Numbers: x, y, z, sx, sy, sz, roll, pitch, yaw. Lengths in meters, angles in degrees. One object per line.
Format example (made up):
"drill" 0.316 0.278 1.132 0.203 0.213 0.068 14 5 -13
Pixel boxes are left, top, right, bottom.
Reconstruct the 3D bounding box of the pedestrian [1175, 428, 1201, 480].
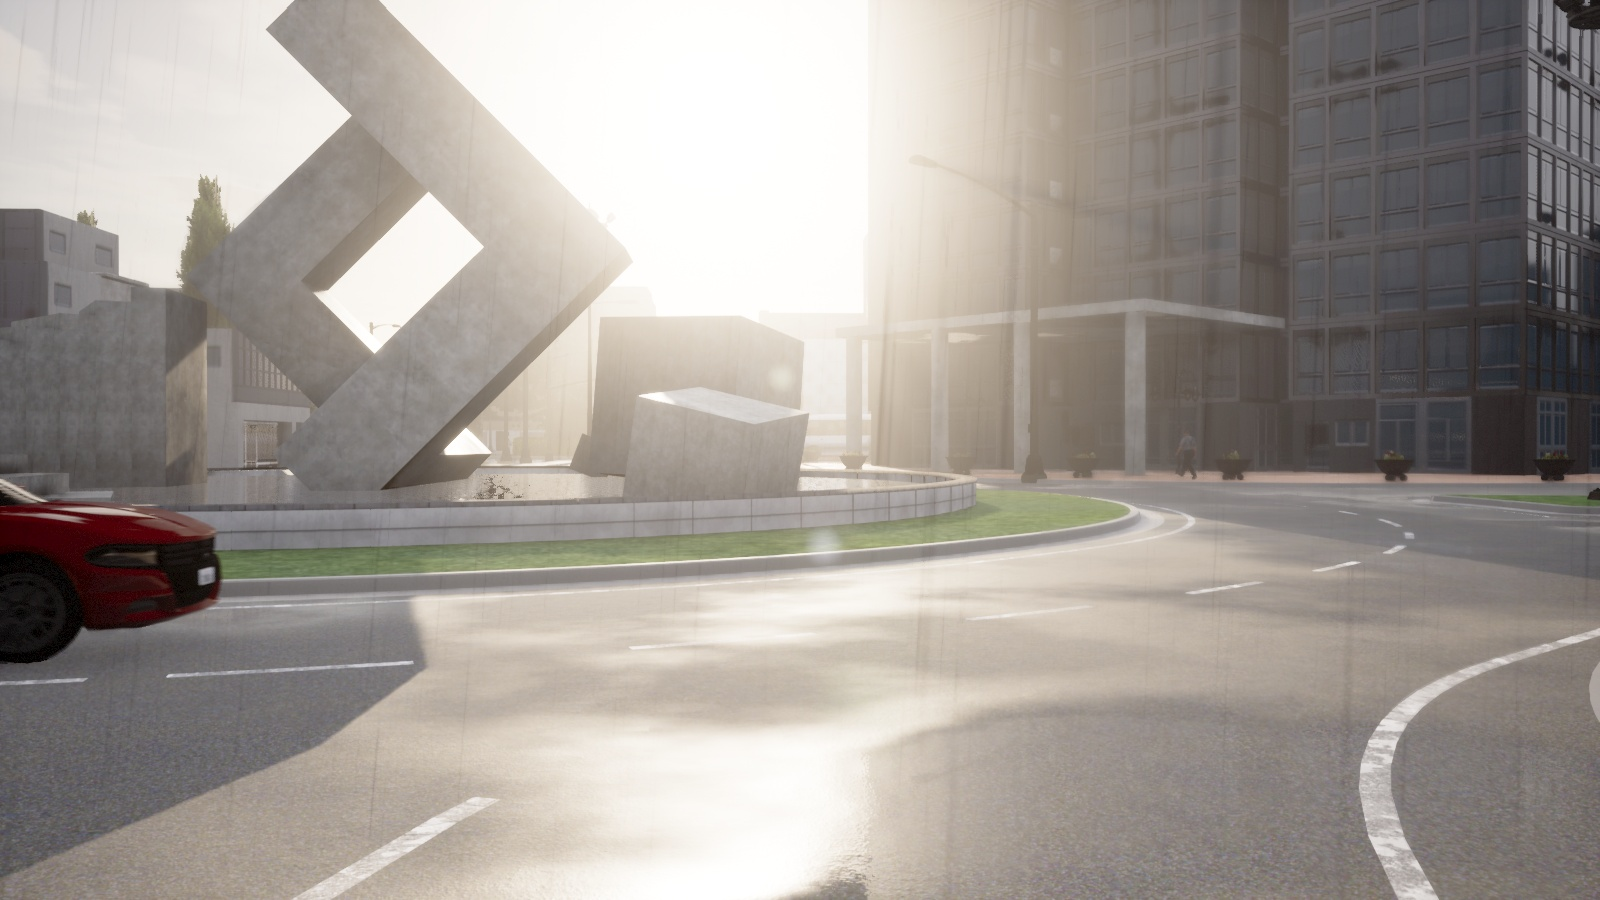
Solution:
"pedestrian" 13.911 0.157 45.049 0.540 1.848 0.694 0 0 -25

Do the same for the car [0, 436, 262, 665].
"car" -6.873 0.666 9.244 5.008 1.535 1.882 0 0 -5
